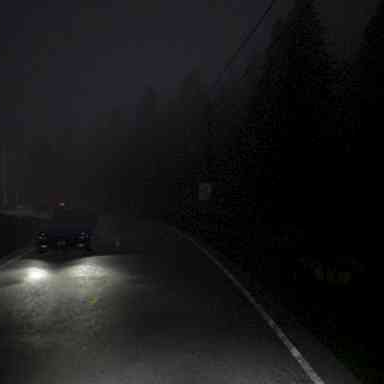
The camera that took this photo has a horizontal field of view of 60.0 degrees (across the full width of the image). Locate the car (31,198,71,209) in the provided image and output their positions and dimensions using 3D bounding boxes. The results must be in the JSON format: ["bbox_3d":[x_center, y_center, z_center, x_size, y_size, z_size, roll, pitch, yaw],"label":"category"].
[{"bbox_3d":[-13.872,1.347,32.788,4.902,1.511,2.128,0,0,34],"label":"car"}]

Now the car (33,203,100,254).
[{"bbox_3d":[-4.843,1.415,13.514,1.882,1.535,5.008,0,0,-12],"label":"car"}]
